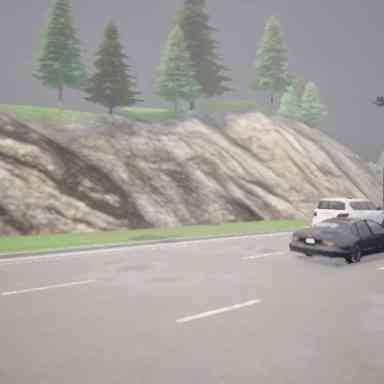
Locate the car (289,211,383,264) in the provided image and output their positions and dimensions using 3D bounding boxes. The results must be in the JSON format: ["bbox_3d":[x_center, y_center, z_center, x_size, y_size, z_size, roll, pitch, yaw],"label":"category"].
[{"bbox_3d":[5.869,1.648,12.236,5.357,1.411,2.033,1,0,-36],"label":"car"}]

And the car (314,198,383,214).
[{"bbox_3d":[9.190,1.380,19.009,5.566,2.045,2.150,0,0,-37],"label":"car"}]
